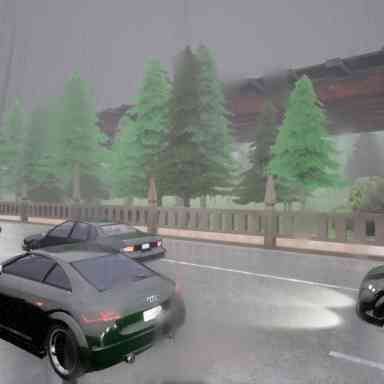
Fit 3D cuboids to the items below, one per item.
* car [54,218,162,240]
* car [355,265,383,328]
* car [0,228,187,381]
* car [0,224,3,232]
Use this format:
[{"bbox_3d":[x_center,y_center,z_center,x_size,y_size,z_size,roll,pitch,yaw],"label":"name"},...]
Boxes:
[{"bbox_3d":[-3.312,1.547,10.671,5.357,1.411,2.033,0,0,36],"label":"car"},{"bbox_3d":[4.756,1.564,4.896,4.181,1.385,1.994,0,0,36],"label":"car"},{"bbox_3d":[-2.150,1.564,5.535,4.181,1.385,1.994,0,0,35],"label":"car"},{"bbox_3d":[-11.461,1.547,16.486,5.357,1.411,2.033,0,0,36],"label":"car"}]
